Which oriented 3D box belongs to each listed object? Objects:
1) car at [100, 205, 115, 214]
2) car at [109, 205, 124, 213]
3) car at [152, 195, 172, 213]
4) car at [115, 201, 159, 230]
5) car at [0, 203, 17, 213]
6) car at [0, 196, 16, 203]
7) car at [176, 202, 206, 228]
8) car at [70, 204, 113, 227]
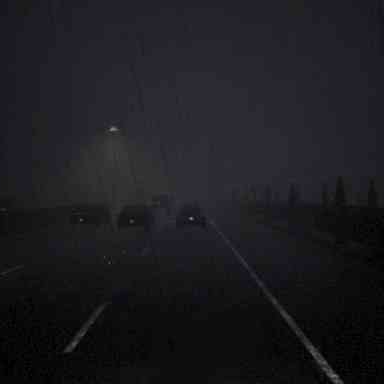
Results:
[{"bbox_3d":[-17.995,3.828,71.210,2.097,1.767,4.553,0,-6,0],"label":"car"},{"bbox_3d":[-14.451,3.290,64.057,1.895,1.301,4.718,0,-6,0],"label":"car"},{"bbox_3d":[-3.672,1.405,39.677,2.150,2.045,5.566,0,-1,0],"label":"car"},{"bbox_3d":[-3.546,1.569,21.836,1.882,1.535,5.008,0,0,0],"label":"car"},{"bbox_3d":[-14.254,1.675,23.180,1.994,1.385,4.181,0,0,0],"label":"car"},{"bbox_3d":[-17.798,1.362,29.495,2.150,2.045,5.566,0,0,0],"label":"car"},{"bbox_3d":[-0.055,1.657,23.096,1.994,1.385,4.181,0,0,0],"label":"car"},{"bbox_3d":[-7.058,1.594,23.533,2.128,1.511,4.902,0,0,0],"label":"car"}]
